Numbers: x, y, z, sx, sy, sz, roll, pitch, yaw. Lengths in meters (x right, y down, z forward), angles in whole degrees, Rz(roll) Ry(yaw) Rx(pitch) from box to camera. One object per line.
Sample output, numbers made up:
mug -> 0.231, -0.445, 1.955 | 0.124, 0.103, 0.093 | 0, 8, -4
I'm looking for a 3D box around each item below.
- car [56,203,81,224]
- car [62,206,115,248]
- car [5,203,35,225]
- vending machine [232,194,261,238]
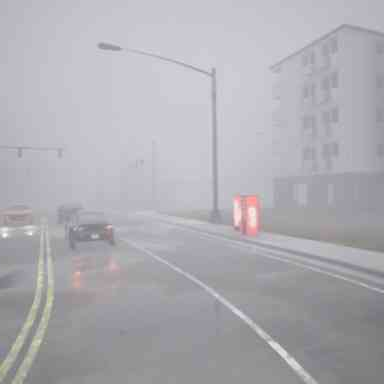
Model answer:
car -> -9.561, 1.592, 26.202 | 1.882, 1.535, 5.008 | -1, 0, -24
car -> -4.713, 1.580, 15.176 | 1.812, 1.442, 4.674 | -1, 0, -23
car -> -13.535, 1.650, 26.287 | 1.882, 1.535, 5.008 | -1, 0, -24
vending machine -> 2.694, 1.143, 16.513 | 1.100, 2.100, 0.880 | -1, 0, -24
